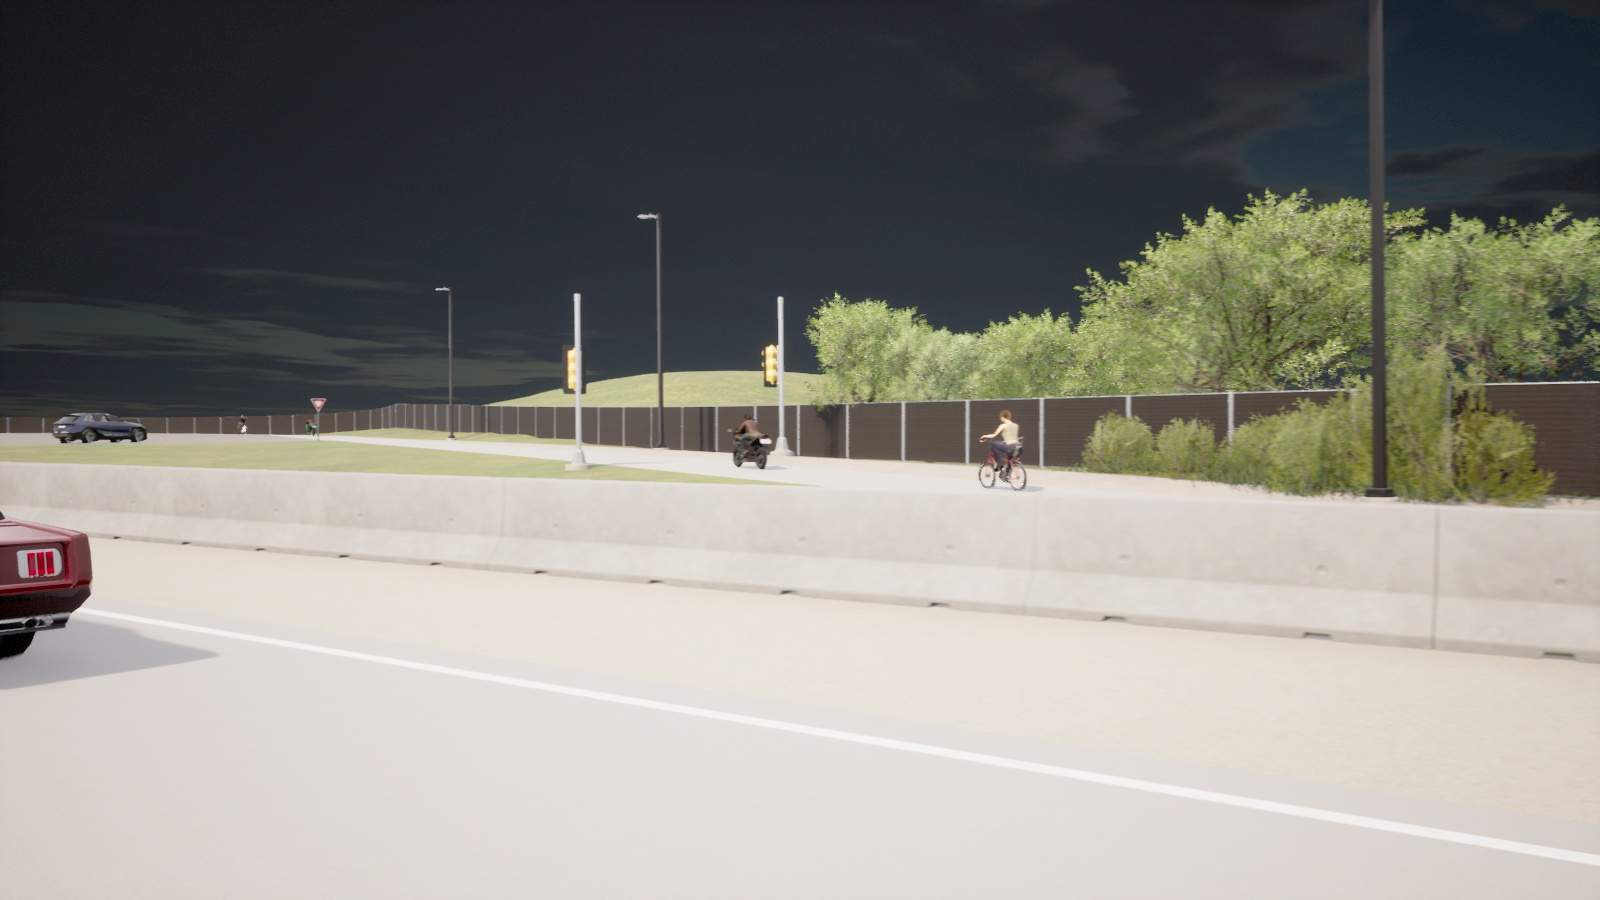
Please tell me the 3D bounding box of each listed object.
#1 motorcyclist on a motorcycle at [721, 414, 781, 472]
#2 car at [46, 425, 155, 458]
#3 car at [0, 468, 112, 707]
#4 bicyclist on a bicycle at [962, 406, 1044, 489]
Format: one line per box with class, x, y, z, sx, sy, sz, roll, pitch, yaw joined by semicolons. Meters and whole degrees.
motorcyclist on a motorcycle;-1.371;-0.211;34.714;0.797;1.523;2.044;-2;2;-29
car;-37.220;-0.497;66.965;2.033;1.649;4.856;-1;1;23
car;-6.607;0.783;8.016;4.718;1.301;1.895;0;1;34
bicyclist on a bicycle;4.052;-0.067;25.147;0.866;1.612;1.509;-2;2;-30
